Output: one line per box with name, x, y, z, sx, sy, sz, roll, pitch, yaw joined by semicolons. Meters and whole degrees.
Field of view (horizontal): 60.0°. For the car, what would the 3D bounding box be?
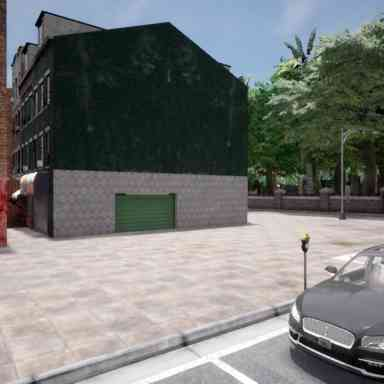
car;3.344;1.551;5.196;4.403;1.369;2.008;0;0;-35
